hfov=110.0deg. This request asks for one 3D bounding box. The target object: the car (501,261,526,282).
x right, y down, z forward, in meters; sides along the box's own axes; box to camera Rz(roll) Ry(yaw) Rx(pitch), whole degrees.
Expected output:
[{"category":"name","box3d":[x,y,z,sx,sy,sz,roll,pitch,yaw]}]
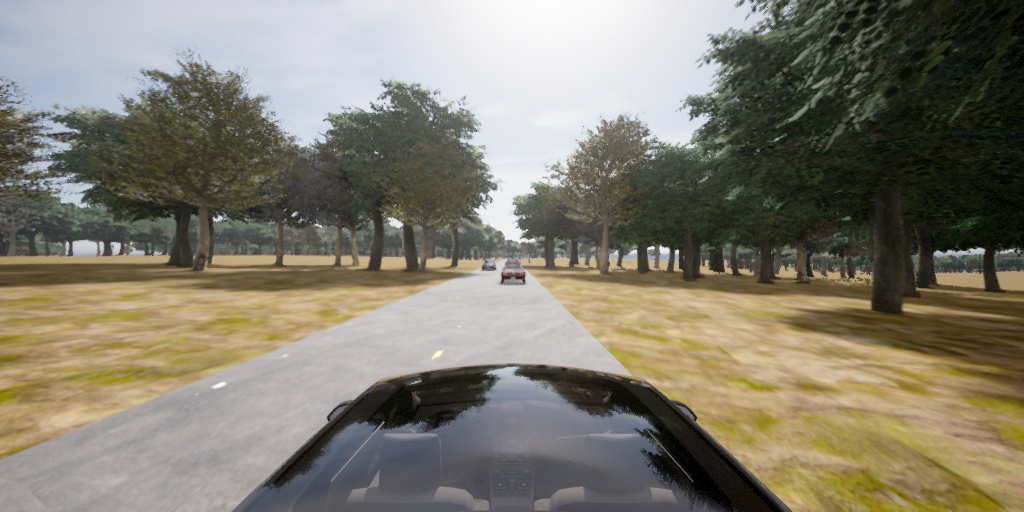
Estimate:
[{"category":"car","box3d":[0.099,1.323,28.271,1.895,1.301,4.718,0,0,0]}]

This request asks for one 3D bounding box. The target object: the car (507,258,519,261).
[{"category":"car","box3d":[0.101,1.066,46.239,2.097,1.767,4.553,0,0,0]}]

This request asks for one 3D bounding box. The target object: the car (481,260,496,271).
[{"category":"car","box3d":[-3.079,1.241,48.569,1.812,1.442,4.674,0,0,0]}]
